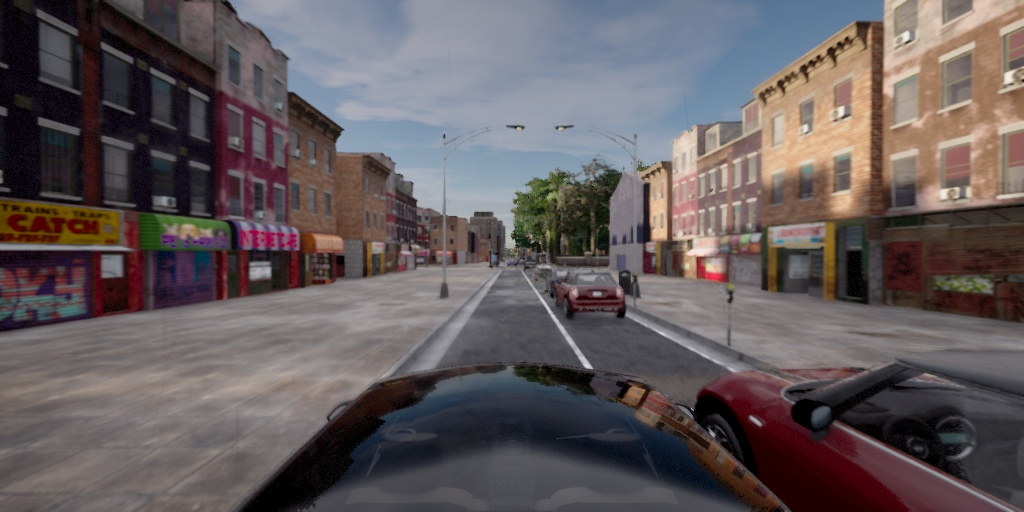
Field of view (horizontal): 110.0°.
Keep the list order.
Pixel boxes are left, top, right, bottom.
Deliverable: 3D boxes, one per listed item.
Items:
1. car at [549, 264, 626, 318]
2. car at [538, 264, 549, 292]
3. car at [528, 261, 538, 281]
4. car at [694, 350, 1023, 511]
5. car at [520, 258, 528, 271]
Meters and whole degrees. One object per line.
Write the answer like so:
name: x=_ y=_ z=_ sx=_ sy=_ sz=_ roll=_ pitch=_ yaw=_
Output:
car: x=2.633 y=1.195 z=12.973 sx=1.967 sy=1.591 sz=4.097 roll=0 pitch=0 yaw=0
car: x=2.631 y=1.312 z=18.594 sx=2.007 sy=1.370 sz=4.403 roll=0 pitch=0 yaw=0
car: x=2.628 y=1.330 z=29.837 sx=2.007 sy=1.370 sz=4.403 roll=0 pitch=0 yaw=0
car: x=2.637 y=1.190 z=1.728 sx=1.967 sy=1.591 sz=4.097 roll=0 pitch=0 yaw=0
car: x=2.621 y=1.415 z=52.324 sx=1.948 sy=1.339 sz=4.313 roll=0 pitch=0 yaw=0
